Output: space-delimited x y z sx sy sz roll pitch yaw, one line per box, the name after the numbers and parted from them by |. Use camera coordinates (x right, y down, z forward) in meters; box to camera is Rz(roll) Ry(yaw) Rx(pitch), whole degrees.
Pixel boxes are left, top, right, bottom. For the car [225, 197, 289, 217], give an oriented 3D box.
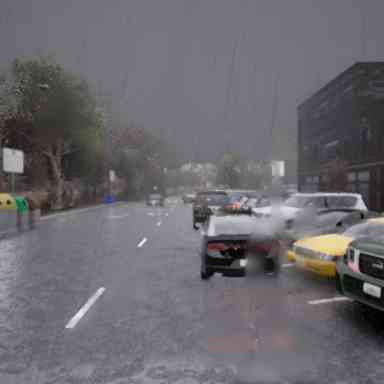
5.271 1.182 26.983 4.674 1.452 2.002 1 1 -20 | car

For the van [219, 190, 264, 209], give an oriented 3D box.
5.352 0.816 36.036 4.442 1.987 1.878 1 0 -20 | van

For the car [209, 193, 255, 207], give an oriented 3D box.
5.038 0.969 41.936 5.366 1.575 1.946 1 1 -20 | car

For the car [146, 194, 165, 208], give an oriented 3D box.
-4.273 1.008 39.497 2.128 1.511 4.902 0 1 0 | car

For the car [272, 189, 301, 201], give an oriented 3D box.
18.095 0.485 64.075 2.435 2.045 5.566 0 1 -22 | car

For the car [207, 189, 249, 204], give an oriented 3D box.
5.200 0.655 48.027 5.566 2.045 2.435 1 0 -20 | car

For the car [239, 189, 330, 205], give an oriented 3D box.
5.270 1.034 14.956 5.566 2.045 2.435 1 1 -20 | car

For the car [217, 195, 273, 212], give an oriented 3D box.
5.245 1.074 32.993 5.008 1.535 2.097 1 0 -20 | car

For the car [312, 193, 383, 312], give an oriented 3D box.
5.296 1.151 5.940 5.566 2.045 2.435 1 1 -20 | car

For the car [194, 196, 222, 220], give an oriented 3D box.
1.105 1.150 25.656 1.882 1.535 5.008 0 1 0 | car

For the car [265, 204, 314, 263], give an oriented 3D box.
5.268 1.353 11.958 4.792 1.488 2.163 1 1 -20 | car

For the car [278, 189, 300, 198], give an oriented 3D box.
23.641 0.300 81.241 2.435 2.045 5.566 0 0 -22 | car

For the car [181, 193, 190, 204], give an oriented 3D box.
-0.189 0.960 46.787 1.812 1.442 4.674 0 1 0 | car

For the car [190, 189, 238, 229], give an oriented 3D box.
1.121 0.968 19.684 2.150 2.045 5.566 0 1 0 | car

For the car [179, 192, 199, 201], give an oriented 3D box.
-0.424 0.824 61.008 2.033 1.411 5.357 0 1 18 | car

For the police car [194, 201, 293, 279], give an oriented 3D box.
1.144 1.292 9.766 1.930 1.638 5.238 0 1 0 | police car

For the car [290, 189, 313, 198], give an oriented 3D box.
26.701 0.300 81.292 2.435 2.045 5.566 0 0 -22 | car

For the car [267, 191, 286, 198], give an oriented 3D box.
20.619 0.580 81.149 2.163 1.488 4.792 0 0 -22 | car

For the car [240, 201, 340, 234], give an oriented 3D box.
5.262 1.278 17.959 4.792 1.488 2.163 1 1 -20 | car
